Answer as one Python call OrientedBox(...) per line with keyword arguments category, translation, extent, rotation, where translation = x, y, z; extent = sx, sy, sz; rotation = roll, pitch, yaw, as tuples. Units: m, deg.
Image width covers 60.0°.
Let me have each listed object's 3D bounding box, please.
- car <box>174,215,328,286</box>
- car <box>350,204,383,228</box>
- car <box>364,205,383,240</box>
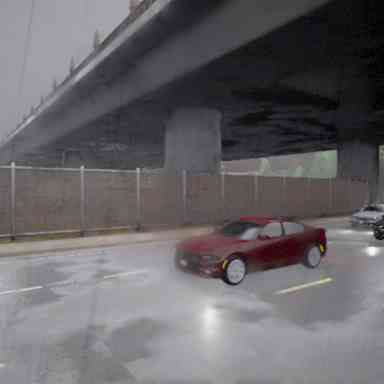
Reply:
OrientedBox(category="car", translation=(1.840, 1.452, 9.560), extent=(5.008, 1.535, 1.882), rotation=(0, 0, -35))
OrientedBox(category="car", translation=(11.730, 1.475, 20.658), extent=(4.674, 1.442, 1.812), rotation=(0, 0, -35))
OrientedBox(category="car", translation=(10.361, 1.461, 15.590), extent=(4.892, 1.490, 1.837), rotation=(0, 0, -36))
